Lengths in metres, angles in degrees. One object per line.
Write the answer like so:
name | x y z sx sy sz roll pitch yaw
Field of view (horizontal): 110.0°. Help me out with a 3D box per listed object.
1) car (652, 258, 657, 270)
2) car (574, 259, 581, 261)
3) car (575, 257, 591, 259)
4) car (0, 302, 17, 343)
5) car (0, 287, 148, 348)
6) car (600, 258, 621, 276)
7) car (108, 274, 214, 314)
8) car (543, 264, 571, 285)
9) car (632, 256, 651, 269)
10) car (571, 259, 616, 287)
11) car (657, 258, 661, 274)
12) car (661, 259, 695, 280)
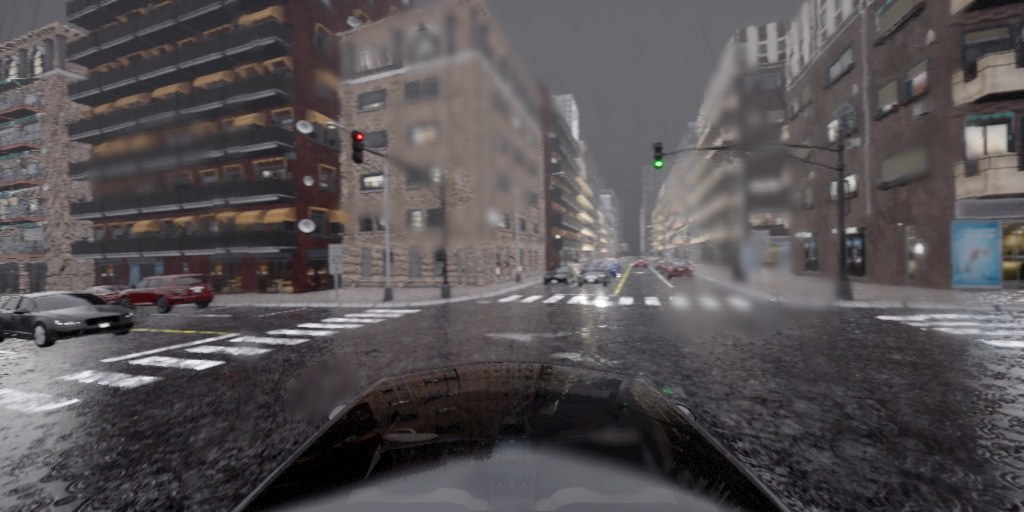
car | 18.913 1.084 44.835 1.802 1.307 4.207 0 0 19
car | 5.358 1.269 31.309 1.751 1.417 4.829 0 0 19
car | 7.275 1.039 36.838 2.192 1.841 5.009 0 0 19
car | -15.028 1.944 8.913 4.829 1.417 1.751 0 0 19
car | -14.423 1.911 11.436 4.892 1.490 1.837 -2 0 19
car | 8.699 1.156 33.089 1.882 1.535 5.008 -1 0 19
car | -17.948 1.916 18.705 5.009 1.841 2.192 0 0 19
car | 3.554 1.329 26.100 1.948 1.339 4.313 0 0 19
car | 18.395 1.066 51.279 1.812 1.442 4.674 -1 0 19
car | 5.614 1.203 24.187 2.128 1.511 4.902 -1 0 19
car | 15.191 0.980 34.097 1.967 1.591 4.097 0 0 19
car | 13.331 1.000 28.728 1.967 1.591 4.097 0 0 19
